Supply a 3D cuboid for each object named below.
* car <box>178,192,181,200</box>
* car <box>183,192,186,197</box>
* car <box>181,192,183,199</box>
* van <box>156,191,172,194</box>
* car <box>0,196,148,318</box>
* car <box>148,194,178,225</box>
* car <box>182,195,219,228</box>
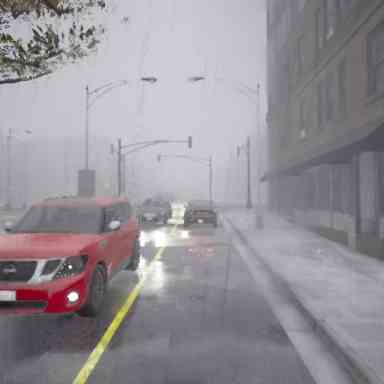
[{"bbox_3d":[-3.816,1.020,66.109,1.887,1.381,4.507,1,0,1],"label":"car"},{"bbox_3d":[-3.336,1.082,87.265,1.887,1.381,4.507,1,0,1],"label":"car"},{"bbox_3d":[-3.577,1.081,76.687,1.802,1.307,4.206,1,0,1],"label":"car"},{"bbox_3d":[-4.241,0.809,47.228,1.690,1.788,3.998,1,0,1],"label":"van"},{"bbox_3d":[-2.645,1.151,7.660,2.150,2.045,5.566,0,0,2],"label":"car"},{"bbox_3d":[-2.284,1.147,21.012,2.128,1.511,4.902,0,2,2],"label":"car"},{"bbox_3d":[0.500,1.186,19.500,1.837,1.490,4.892,0,2,2],"label":"car"}]
